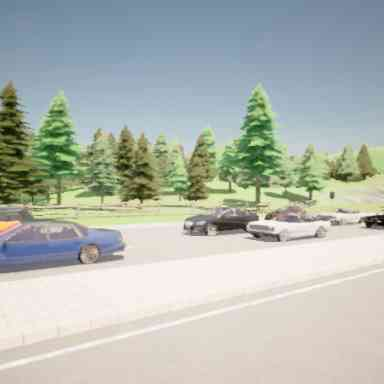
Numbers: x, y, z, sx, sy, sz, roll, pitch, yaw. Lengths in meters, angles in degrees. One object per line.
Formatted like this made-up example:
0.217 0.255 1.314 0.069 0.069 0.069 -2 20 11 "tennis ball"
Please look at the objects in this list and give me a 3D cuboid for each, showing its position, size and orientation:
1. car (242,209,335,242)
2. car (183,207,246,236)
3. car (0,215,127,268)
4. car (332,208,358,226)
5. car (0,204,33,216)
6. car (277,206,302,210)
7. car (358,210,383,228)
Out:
5.145 1.780 17.472 4.718 1.301 1.895 1 -1 -35 "car"
1.774 1.651 19.361 4.902 1.511 2.128 1 -1 -35 "car"
-4.791 1.573 10.400 5.357 1.411 2.033 1 -1 -35 "car"
11.975 1.917 26.538 4.718 1.301 1.895 1 -1 -35 "car"
-7.999 1.358 12.409 4.553 1.767 2.097 1 -1 -35 "car"
8.181 1.899 28.130 4.181 1.385 1.994 1 -1 -36 "car"
14.330 1.922 23.927 4.718 1.301 1.895 1 0 -35 "car"
